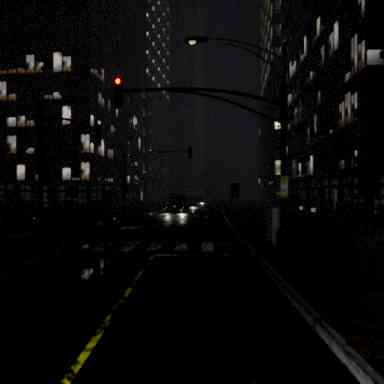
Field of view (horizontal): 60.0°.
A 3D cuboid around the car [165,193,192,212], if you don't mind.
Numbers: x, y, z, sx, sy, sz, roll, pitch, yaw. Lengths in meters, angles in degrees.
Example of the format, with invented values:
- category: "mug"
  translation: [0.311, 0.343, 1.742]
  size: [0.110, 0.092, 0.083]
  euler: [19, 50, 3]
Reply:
- category: "car"
  translation: [-1.608, 1.178, 37.995]
  size: [2.150, 2.045, 5.566]
  euler: [0, 0, 5]

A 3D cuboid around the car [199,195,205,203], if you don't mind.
- category: "car"
  translation: [1.493, 1.393, 66.759]
  size: [1.837, 1.490, 4.892]
  euler: [0, 0, 8]

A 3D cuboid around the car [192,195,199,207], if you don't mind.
- category: "car"
  translation: [-0.423, 1.408, 51.010]
  size: [1.882, 1.535, 5.008]
  euler: [0, 0, 6]

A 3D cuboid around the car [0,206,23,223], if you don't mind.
- category: "car"
  translation: [-16.561, 1.841, 28.082]
  size: [4.403, 1.369, 2.008]
  euler: [-1, 1, 10]

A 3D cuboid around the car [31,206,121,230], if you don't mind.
- category: "car"
  translation: [-7.427, 1.643, 21.549]
  size: [5.357, 1.411, 2.033]
  euler: [-1, 0, -2]
